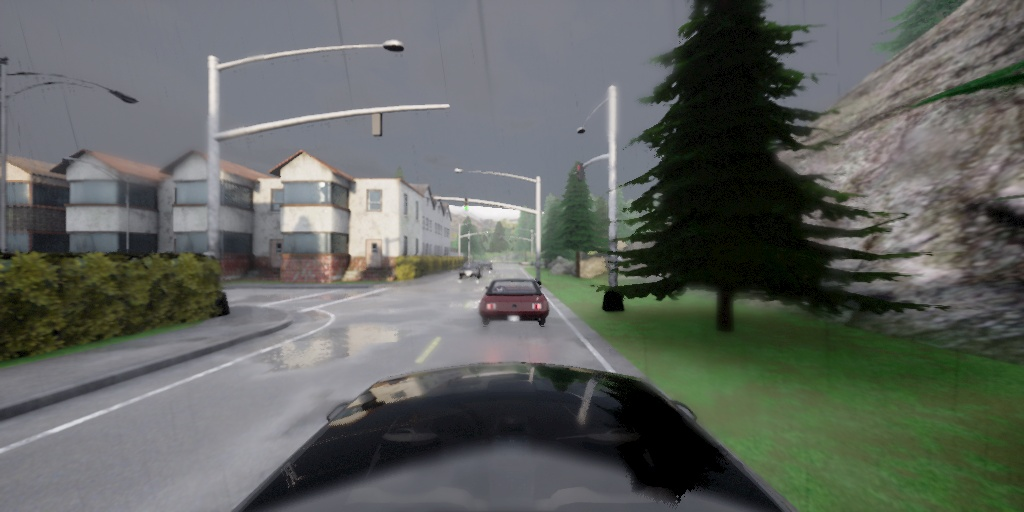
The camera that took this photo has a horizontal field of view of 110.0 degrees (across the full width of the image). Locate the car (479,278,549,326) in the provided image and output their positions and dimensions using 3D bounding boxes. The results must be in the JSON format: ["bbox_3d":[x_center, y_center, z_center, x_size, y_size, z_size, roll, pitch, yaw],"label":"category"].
[{"bbox_3d":[0.055,1.377,11.738,1.895,1.301,4.718,0,0,0],"label":"car"}]

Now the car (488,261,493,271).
[{"bbox_3d":[-3.764,1.433,52.788,2.033,1.411,5.357,0,0,0],"label":"car"}]

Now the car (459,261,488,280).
[{"bbox_3d":[-3.727,1.325,33.067,2.128,1.511,4.902,0,0,0],"label":"car"}]
